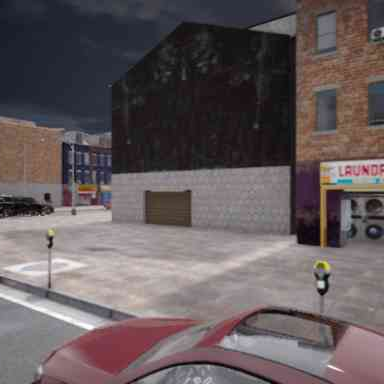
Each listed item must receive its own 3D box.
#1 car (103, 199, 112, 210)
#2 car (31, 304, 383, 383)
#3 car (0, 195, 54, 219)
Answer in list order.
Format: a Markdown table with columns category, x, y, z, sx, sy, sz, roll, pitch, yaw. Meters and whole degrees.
| category | x | y | z | sx | sy | sz | roll | pitch | yaw |
| --- | --- | --- | --- | --- | --- | --- | --- | --- | --- |
| car | -9.099 | 1.313 | 44.145 | 2.150 | 2.045 | 5.566 | 0 | 1 | 36 |
| car | 0.484 | 1.583 | 2.464 | 4.206 | 1.307 | 1.802 | 0 | 0 | 36 |
| car | -15.509 | 1.321 | 30.271 | 2.150 | 2.045 | 5.566 | 0 | 0 | 36 |
